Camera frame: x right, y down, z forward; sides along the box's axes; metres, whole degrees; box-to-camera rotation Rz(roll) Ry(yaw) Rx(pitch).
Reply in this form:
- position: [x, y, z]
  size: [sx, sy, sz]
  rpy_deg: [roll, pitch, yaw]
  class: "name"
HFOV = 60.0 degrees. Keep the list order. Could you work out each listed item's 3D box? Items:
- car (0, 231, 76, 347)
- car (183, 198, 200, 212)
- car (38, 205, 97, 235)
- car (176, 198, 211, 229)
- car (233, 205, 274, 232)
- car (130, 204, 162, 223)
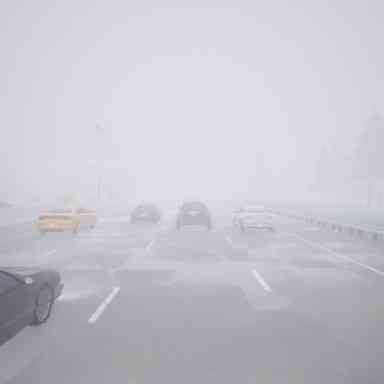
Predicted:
- position: [-3.398, 1.548, 4.003]
  size: [2.033, 1.411, 5.357]
  rpy_deg: [0, 0, 0]
  class: "car"
- position: [-0.125, 1.508, 40.720]
  size: [1.837, 1.490, 4.892]
  rpy_deg: [0, 0, -2]
  class: "car"
- position: [-6.891, 1.479, 18.886]
  size: [1.882, 1.535, 5.008]
  rpy_deg: [0, 0, 0]
  class: "car"
- position: [0.110, 1.353, 21.795]
  size: [2.097, 1.767, 4.553]
  rpy_deg: [0, 0, 0]
  class: "car"
- position: [3.608, 1.527, 19.877]
  size: [1.812, 1.442, 4.674]
  rpy_deg: [0, 0, 0]
  class: "car"
- position: [-3.389, 1.566, 25.217]
  size: [1.994, 1.385, 4.181]
  rpy_deg: [0, 0, 0]
  class: "car"
